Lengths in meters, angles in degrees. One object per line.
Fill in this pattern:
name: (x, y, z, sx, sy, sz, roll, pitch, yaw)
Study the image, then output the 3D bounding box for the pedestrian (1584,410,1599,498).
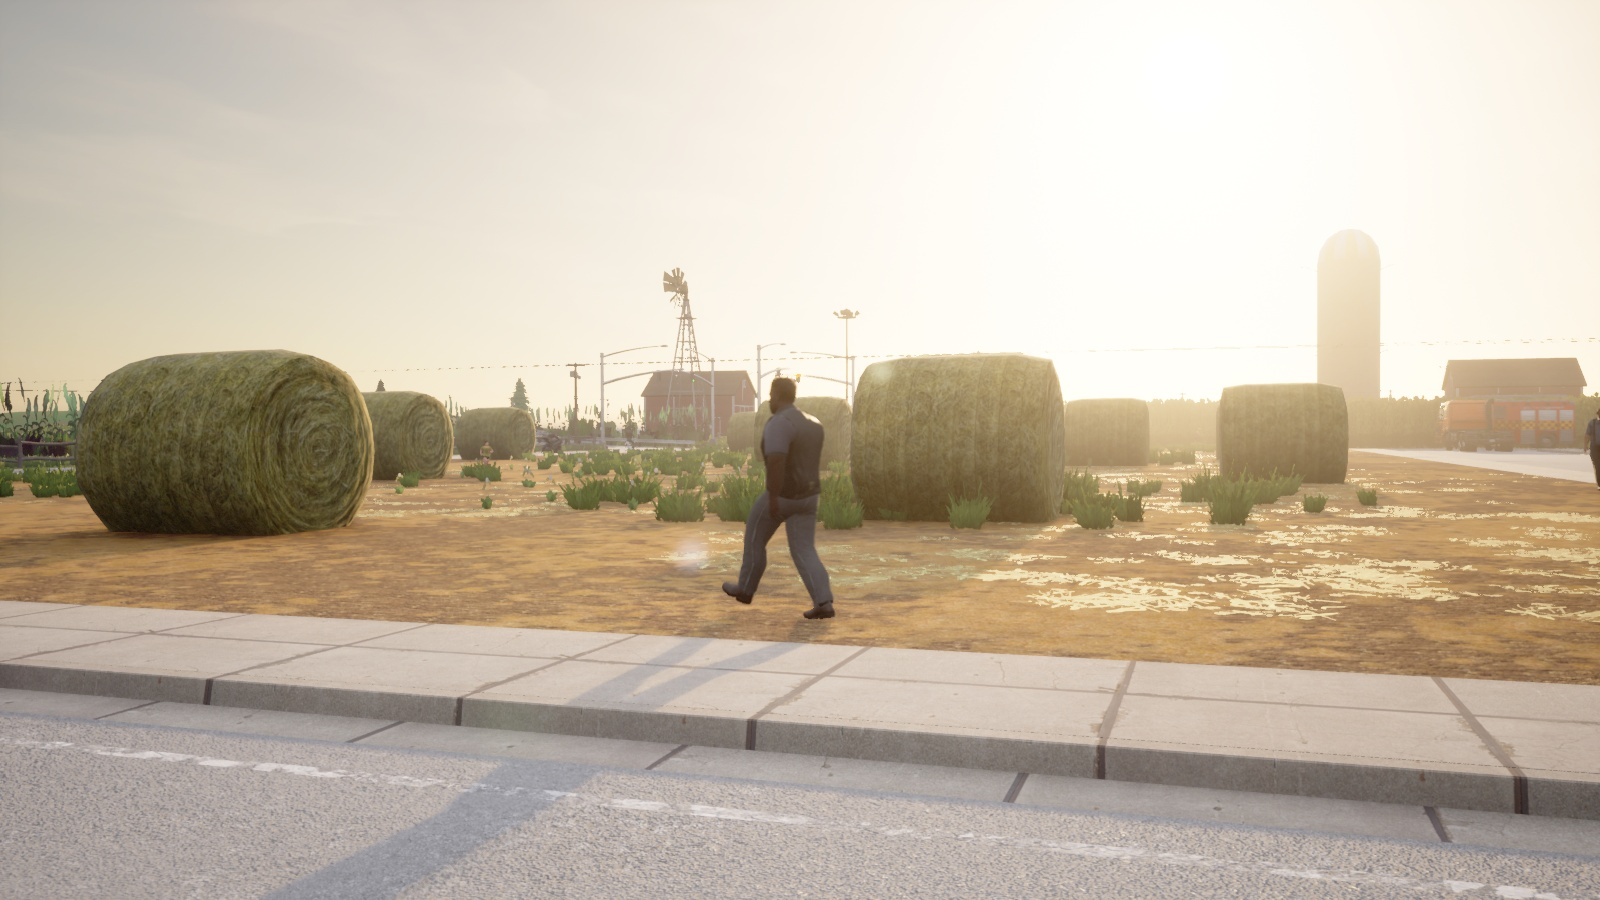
pedestrian: (17.043, 0.089, 26.678, 0.540, 1.848, 0.694, 1, 1, 23)

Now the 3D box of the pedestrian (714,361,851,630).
pedestrian: (-0.132, 0.310, 9.265, 0.849, 1.883, 0.563, 1, 1, 42)

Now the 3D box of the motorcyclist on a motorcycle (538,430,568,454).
motorcyclist on a motorcycle: (-15.816, -0.522, 80.530, 0.866, 1.530, 2.191, 1, 1, 21)

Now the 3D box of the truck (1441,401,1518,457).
truck: (44.288, -1.324, 82.067, 2.891, 3.462, 7.936, 0, 1, 17)
